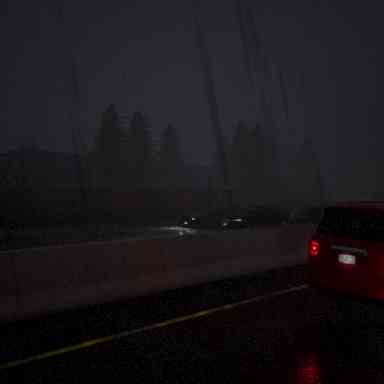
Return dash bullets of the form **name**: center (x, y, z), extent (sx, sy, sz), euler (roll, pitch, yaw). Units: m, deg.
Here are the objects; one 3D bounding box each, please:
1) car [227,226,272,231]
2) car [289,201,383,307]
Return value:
- **car**: center (3.760, 1.497, 19.632), extent (4.902, 1.511, 2.128), euler (0, 0, -36)
- **car**: center (4.805, 1.225, 7.183), extent (5.566, 2.045, 2.150), euler (0, 0, -36)
